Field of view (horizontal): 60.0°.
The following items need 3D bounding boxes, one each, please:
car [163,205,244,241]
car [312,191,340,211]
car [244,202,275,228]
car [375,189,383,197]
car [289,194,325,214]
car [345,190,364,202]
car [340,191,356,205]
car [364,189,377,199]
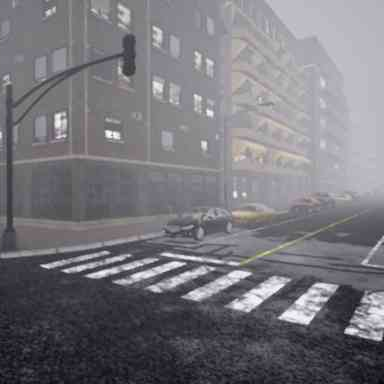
[{"bbox_3d":[0.446,1.388,15.743,2.008,1.369,4.403,1,1,35],"label":"car"},{"bbox_3d":[13.193,0.846,34.000,2.192,1.841,5.009,1,1,35],"label":"car"},{"bbox_3d":[3.535,1.288,20.168,1.752,1.417,4.829,1,1,35],"label":"car"},{"bbox_3d":[41.873,0.169,75.086,2.192,1.841,5.009,1,1,35],"label":"car"},{"bbox_3d":[10.006,1.152,29.439,1.887,1.381,4.507,1,1,35],"label":"car"},{"bbox_3d":[22.753,0.618,47.695,2.192,1.841,5.009,1,1,35],"label":"car"},{"bbox_3d":[19.469,0.906,42.994,1.752,1.417,4.829,1,1,35],"label":"car"},{"bbox_3d":[32.314,0.644,61.395,1.947,1.339,4.313,1,1,35],"label":"car"}]
